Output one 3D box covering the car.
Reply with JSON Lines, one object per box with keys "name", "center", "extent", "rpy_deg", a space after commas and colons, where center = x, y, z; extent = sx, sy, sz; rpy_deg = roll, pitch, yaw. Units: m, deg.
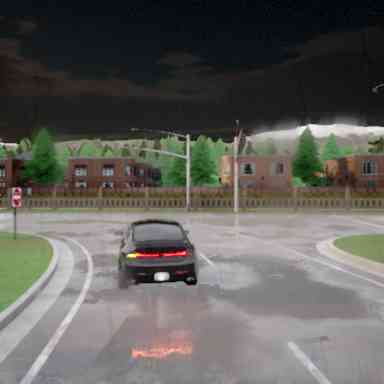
{"name": "car", "center": [-1.051, 1.501, 9.268], "extent": [1.837, 1.490, 4.892], "rpy_deg": [0, 0, -10]}
